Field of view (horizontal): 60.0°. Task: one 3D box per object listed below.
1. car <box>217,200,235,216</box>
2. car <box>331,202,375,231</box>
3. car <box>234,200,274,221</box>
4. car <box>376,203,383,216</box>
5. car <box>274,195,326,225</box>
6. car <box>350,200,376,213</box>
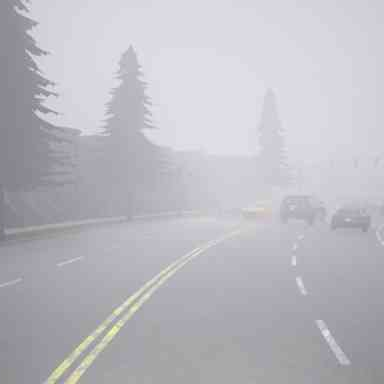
[{"bbox_3d":[4.258,1.488,30.978,2.128,1.511,4.902,0,0,39],"label":"car"},{"bbox_3d":[9.979,1.561,20.708,1.994,1.385,4.181,0,0,31],"label":"car"},{"bbox_3d":[5.725,1.474,27.168,1.882,1.535,5.008,0,0,37],"label":"car"},{"bbox_3d":[19.693,1.349,31.676,4.553,1.767,2.097,0,0,-44],"label":"car"},{"bbox_3d":[8.195,1.216,24.356,2.150,2.045,5.566,0,0,34],"label":"car"},{"bbox_3d":[17.552,1.543,34.699,5.357,1.411,2.033,0,0,-42],"label":"car"}]
